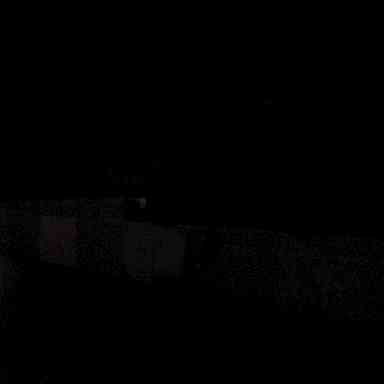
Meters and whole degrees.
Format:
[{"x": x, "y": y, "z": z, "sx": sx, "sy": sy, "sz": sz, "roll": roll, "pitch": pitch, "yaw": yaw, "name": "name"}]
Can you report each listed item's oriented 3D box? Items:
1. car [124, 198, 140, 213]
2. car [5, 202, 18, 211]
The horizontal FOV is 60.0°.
[{"x": -7.265, "y": 1.332, "z": 32.374, "sx": 1.882, "sy": 1.535, "sz": 5.008, "roll": -3, "pitch": -1, "yaw": 36, "name": "car"}, {"x": -13.305, "y": 1.472, "z": 24.168, "sx": 2.128, "sy": 1.511, "sz": 4.902, "roll": -3, "pitch": -1, "yaw": 36, "name": "car"}]
